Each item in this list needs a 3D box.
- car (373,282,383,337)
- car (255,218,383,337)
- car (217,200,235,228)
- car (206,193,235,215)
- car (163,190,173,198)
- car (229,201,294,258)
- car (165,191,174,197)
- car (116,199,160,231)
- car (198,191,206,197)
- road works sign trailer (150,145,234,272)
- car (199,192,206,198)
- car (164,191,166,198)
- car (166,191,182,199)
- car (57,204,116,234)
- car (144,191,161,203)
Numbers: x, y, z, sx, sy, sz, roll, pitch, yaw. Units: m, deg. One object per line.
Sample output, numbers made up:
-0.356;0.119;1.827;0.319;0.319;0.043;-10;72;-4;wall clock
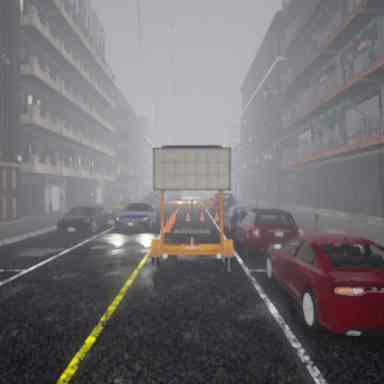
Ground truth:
2.691;1.555;0.946;1.947;1.339;4.313;0;1;0;car
2.692;1.475;6.582;1.887;1.381;4.507;0;1;0;car
2.692;1.364;17.854;2.008;1.369;4.403;0;1;0;car
2.694;1.009;29.124;2.192;1.841;5.009;0;1;0;car
-5.686;0.464;79.853;2.192;1.841;5.009;0;1;0;car
2.692;1.312;12.217;1.967;1.590;4.097;0;1;0;car
-5.687;0.527;85.489;1.967;1.590;4.097;0;1;0;car
-3.099;1.326;19.089;1.812;1.442;4.674;0;1;0;car
2.694;0.571;91.123;1.887;1.381;4.507;0;1;0;car
0.000;0.356;10.340;2.380;3.560;2.880;0;1;0;road works sign trailer
2.693;0.672;80.021;1.752;1.417;4.829;0;1;0;car
-5.687;0.768;51.673;2.192;1.841;5.009;0;1;0;car
-3.058;0.583;60.172;2.150;2.045;5.566;0;1;1;car
-5.689;1.379;17.857;1.947;1.339;4.313;0;1;0;car
-5.688;0.954;46.038;1.967;1.590;4.097;0;1;0;car
